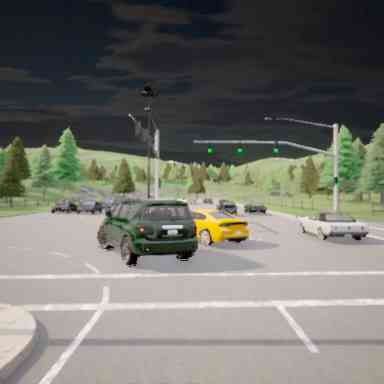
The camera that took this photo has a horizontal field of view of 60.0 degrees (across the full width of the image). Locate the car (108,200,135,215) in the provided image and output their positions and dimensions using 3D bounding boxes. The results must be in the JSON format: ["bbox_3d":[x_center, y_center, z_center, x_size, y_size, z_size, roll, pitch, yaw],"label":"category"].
[{"bbox_3d":[-8.062,1.707,38.488,2.128,1.511,4.902,0,0,0],"label":"car"}]

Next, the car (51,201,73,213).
[{"bbox_3d":[-15.051,1.785,39.575,1.994,1.385,4.181,0,0,0],"label":"car"}]

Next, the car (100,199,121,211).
[{"bbox_3d":[-11.498,1.789,47.110,1.812,1.442,4.674,0,0,0],"label":"car"}]

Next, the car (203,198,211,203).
[{"bbox_3d":[3.759,2.056,82.282,1.895,1.301,4.718,0,0,2],"label":"car"}]

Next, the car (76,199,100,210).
[{"bbox_3d":[-14.998,1.774,48.248,1.837,1.490,4.892,0,0,0],"label":"car"}]

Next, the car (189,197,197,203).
[{"bbox_3d":[0.257,2.013,82.237,1.994,1.385,4.181,0,0,2],"label":"car"}]

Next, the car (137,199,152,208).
[{"bbox_3d":[-7.997,1.878,56.077,1.994,1.385,4.181,0,0,0],"label":"car"}]

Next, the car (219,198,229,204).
[{"bbox_3d":[7.059,2.007,73.471,1.895,1.301,4.718,0,0,1],"label":"car"}]

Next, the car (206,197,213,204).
[{"bbox_3d":[3.545,1.930,72.241,2.128,1.511,4.902,0,0,1],"label":"car"}]

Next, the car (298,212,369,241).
[{"bbox_3d":[7.101,1.699,17.315,1.895,1.301,4.718,0,0,0],"label":"car"}]

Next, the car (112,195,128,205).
[{"bbox_3d":[-14.984,1.611,69.179,2.150,2.045,5.566,0,0,0],"label":"car"}]

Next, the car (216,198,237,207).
[{"bbox_3d":[3.602,1.698,34.318,1.837,1.490,4.892,0,0,0],"label":"car"}]

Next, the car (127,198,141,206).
[{"bbox_3d":[-11.495,1.933,66.113,1.994,1.385,4.181,0,0,0],"label":"car"}]

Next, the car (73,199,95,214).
[{"bbox_3d":[-11.608,1.739,38.145,1.812,1.442,4.674,0,0,1],"label":"car"}]

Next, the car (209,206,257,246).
[{"bbox_3d":[0.484,1.567,15.881,1.882,1.535,5.008,1,-1,-36],"label":"car"}]

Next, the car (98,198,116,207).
[{"bbox_3d":[-14.997,1.805,58.636,1.882,1.535,5.008,0,0,0],"label":"car"}]

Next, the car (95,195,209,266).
[{"bbox_3d":[-1.809,1.291,12.217,2.150,2.045,5.566,1,-1,-27],"label":"car"}]

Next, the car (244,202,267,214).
[{"bbox_3d":[7.102,1.813,37.739,1.895,1.301,4.718,0,0,0],"label":"car"}]
